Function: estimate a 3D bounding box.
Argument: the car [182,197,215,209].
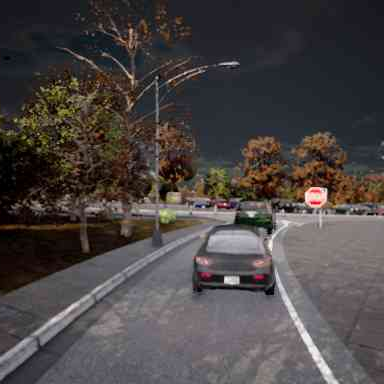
[{"bbox_3d":[0.713,1.354,41.630,2.163,1.488,4.792,4,-1,-16],"label":"car"}]

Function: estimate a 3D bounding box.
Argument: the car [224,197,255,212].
[{"bbox_3d":[6.047,1.571,43.228,2.185,1.767,4.553,4,-1,-16],"label":"car"}]

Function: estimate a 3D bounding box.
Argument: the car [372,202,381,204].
[{"bbox_3d":[30.121,2.828,50.154,2.185,1.767,4.553,2,0,-16],"label":"car"}]

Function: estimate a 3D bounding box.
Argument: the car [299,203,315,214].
[{"bbox_3d":[14.071,2.206,45.497,2.231,1.521,4.892,3,-1,-16],"label":"car"}]

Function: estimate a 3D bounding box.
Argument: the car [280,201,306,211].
[{"bbox_3d":[18.306,2.592,60.327,2.097,1.535,5.008,3,-1,-16],"label":"car"}]

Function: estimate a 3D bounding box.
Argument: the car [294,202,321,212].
[{"bbox_3d":[21.108,2.719,61.133,2.231,1.521,4.892,3,-1,-16],"label":"car"}]

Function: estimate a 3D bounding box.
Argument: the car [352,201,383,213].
[{"bbox_3d":[34.373,2.934,64.984,2.435,2.045,5.566,2,0,-16],"label":"car"}]

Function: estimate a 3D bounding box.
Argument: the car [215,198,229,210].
[{"bbox_3d":[3.366,1.540,42.454,2.163,1.488,4.792,4,-1,-16],"label":"car"}]

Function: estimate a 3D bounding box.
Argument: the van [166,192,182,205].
[{"bbox_3d":[-2.939,1.076,54.088,1.878,1.987,4.442,4,0,-16],"label":"van"}]

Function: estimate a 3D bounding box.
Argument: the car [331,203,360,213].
[{"bbox_3d":[29.066,3.019,63.235,1.946,1.575,5.366,2,0,-16],"label":"car"}]

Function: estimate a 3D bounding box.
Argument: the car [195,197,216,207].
[{"bbox_3d":[2.242,1.704,55.714,2.002,1.452,4.674,4,-1,-16],"label":"car"}]

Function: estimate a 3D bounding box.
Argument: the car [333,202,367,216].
[{"bbox_3d":[22.109,2.495,47.784,2.185,1.767,4.553,3,-1,-16],"label":"car"}]

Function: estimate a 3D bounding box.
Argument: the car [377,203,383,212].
[{"bbox_3d":[39.730,3.190,66.528,2.185,1.767,4.553,1,0,-16],"label":"car"}]

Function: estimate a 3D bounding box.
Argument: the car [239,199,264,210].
[{"bbox_3d":[10.348,2.179,58.236,1.946,1.575,5.366,4,-1,-16],"label":"car"}]

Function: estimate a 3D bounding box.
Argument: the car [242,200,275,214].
[{"bbox_3d":[8.714,1.875,43.957,2.097,1.535,5.008,4,-1,-16],"label":"car"}]

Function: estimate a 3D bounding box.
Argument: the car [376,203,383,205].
[{"bbox_3d":[27.439,2.880,49.380,2.163,1.488,4.792,2,-1,-16],"label":"car"}]

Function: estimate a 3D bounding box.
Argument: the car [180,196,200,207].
[{"bbox_3d":[-0.428,1.518,54.946,2.002,1.452,4.674,4,-1,-16],"label":"car"}]

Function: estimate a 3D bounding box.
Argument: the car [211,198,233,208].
[{"bbox_3d":[5.029,1.881,56.543,2.163,1.488,4.792,4,-1,-16],"label":"car"}]

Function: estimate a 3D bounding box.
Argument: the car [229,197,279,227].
[{"bbox_3d":[4.089,1.443,20.944,2.150,2.045,5.566,0,-1,17],"label":"car"}]

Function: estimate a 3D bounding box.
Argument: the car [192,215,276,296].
[{"bbox_3d":[1.127,1.580,8.793,1.812,1.442,4.674,0,0,9],"label":"car"}]

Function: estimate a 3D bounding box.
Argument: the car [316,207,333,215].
[{"bbox_3d":[16.743,2.384,46.242,2.163,1.488,4.792,3,-1,-16],"label":"car"}]

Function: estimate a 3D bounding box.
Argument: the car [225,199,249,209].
[{"bbox_3d":[7.666,2.018,57.465,1.946,1.575,5.366,4,-1,-16],"label":"car"}]

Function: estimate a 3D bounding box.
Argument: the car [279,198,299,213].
[{"bbox_3d":[11.399,1.794,44.765,2.435,2.045,5.566,4,-1,-16],"label":"car"}]

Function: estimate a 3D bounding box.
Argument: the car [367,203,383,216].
[{"bbox_3d":[24.778,2.769,48.554,2.163,1.488,4.792,2,-1,-16],"label":"car"}]
